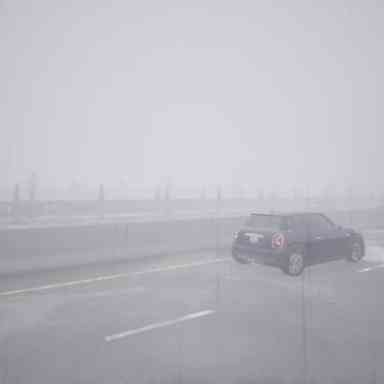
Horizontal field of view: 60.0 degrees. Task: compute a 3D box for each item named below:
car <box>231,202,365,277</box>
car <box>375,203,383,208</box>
[{"bbox_3d":[3.461,1.353,10.516,4.553,1.767,2.097,0,0,-36],"label":"car"},{"bbox_3d":[18.200,1.494,29.837,4.902,1.511,2.128,0,0,-35],"label":"car"}]
